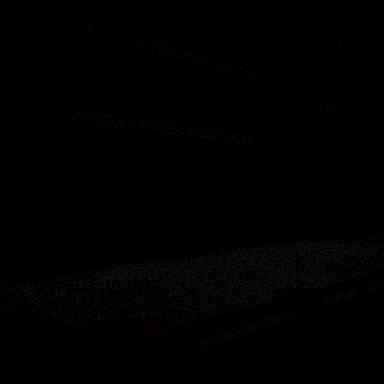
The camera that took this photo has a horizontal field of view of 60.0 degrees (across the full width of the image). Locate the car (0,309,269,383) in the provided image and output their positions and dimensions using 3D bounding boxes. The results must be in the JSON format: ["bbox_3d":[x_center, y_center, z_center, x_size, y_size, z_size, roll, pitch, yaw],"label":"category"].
[{"bbox_3d":[-1.795,1.601,1.789,4.718,1.301,1.895,0,0,-35],"label":"car"}]
